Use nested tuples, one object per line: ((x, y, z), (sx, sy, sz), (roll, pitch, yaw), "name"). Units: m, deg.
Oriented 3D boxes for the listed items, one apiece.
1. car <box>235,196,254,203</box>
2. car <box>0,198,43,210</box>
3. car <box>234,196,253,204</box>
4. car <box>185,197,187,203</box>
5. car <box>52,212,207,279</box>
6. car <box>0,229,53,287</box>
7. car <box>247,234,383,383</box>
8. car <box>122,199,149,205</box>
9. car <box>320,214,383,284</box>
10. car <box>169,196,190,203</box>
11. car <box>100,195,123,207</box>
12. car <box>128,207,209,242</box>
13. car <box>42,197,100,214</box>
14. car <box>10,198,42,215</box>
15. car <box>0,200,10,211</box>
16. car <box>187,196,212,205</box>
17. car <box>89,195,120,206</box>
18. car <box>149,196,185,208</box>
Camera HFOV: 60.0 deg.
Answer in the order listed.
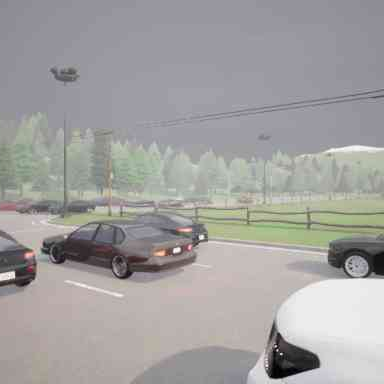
((10.977, 1.581, 69.710), (1.895, 1.301, 4.718), (0, 0, 37), "car")
((-22.077, 1.525, 43.249), (1.812, 1.442, 4.674), (0, 0, 35), "car")
((9.603, 1.601, 62.182), (1.895, 1.301, 4.718), (0, 0, 37), "car")
((-0.408, 1.564, 66.312), (1.994, 1.385, 4.181), (0, 0, 38), "car")
((-2.408, 1.547, 10.067), (5.357, 1.411, 2.033), (0, 0, 37), "car")
((-5.569, 1.526, 8.061), (4.674, 1.442, 1.812), (0, 0, 36), "car")
((3.082, 1.222, 1.738), (5.566, 2.045, 2.150), (0, 0, 36), "car")
((-6.917, 1.600, 46.156), (1.895, 1.301, 4.718), (0, 0, 37), "car")
((6.037, 1.478, 8.255), (5.008, 1.535, 1.882), (0, 0, 36), "car")
((-2.516, 1.525, 69.260), (1.812, 1.442, 4.674), (0, 0, 37), "car")
((-11.725, 1.564, 51.402), (1.994, 1.385, 4.181), (0, 0, 37), "car")
((-1.494, 1.526, 13.754), (4.674, 1.442, 1.812), (0, 0, 36), "car")
((-11.973, 1.506, 33.255), (1.837, 1.490, 4.892), (0, 0, 35), "car")
((-15.524, 1.506, 34.257), (1.837, 1.490, 4.892), (0, -1, 34), "car")
((-21.639, 1.564, 37.681), (1.994, 1.385, 4.181), (0, 0, 34), "car")
((1.632, 1.563, 57.471), (1.994, 1.385, 4.181), (0, 0, 37), "car")
((-14.157, 1.351, 53.986), (2.097, 1.767, 4.553), (0, 0, 37), "car")
((-3.356, 1.564, 45.063), (1.994, 1.385, 4.181), (0, 0, 37), "car")
